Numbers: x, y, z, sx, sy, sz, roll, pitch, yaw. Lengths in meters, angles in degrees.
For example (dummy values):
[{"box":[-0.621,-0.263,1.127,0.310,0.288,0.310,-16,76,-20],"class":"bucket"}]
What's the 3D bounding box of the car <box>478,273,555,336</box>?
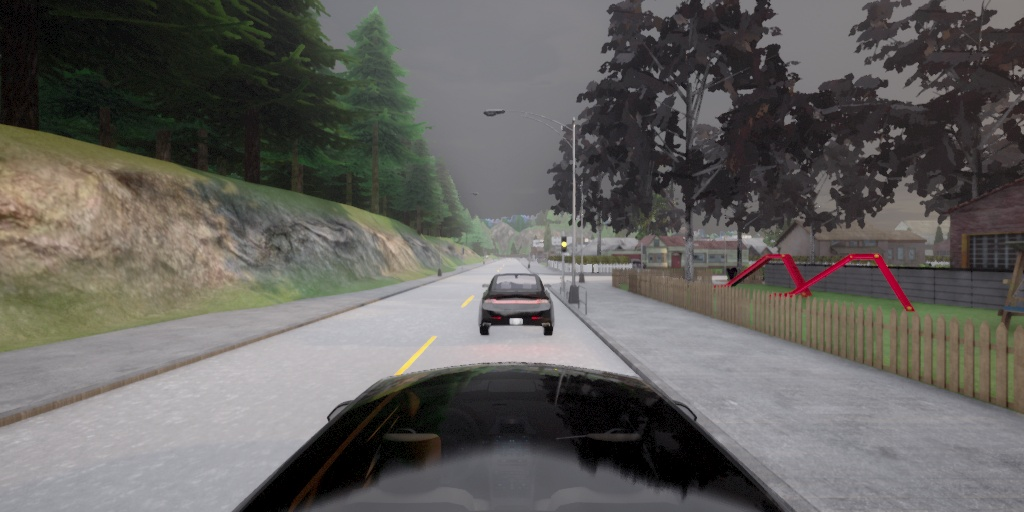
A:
[{"box":[0.128,1.238,10.383,2.128,1.511,4.902,0,0,1],"class":"car"}]
